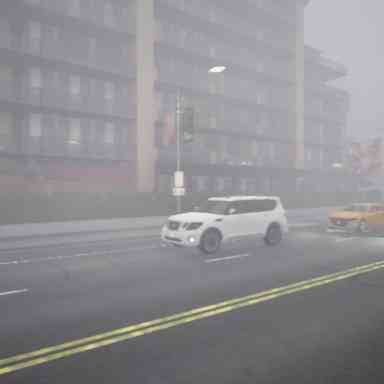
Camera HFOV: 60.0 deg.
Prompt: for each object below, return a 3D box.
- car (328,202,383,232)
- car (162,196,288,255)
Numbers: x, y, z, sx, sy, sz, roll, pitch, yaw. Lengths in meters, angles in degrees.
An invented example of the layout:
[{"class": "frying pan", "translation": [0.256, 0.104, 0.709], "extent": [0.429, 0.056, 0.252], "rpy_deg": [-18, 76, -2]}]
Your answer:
[{"class": "car", "translation": [10.036, 1.395, 19.633], "extent": [5.008, 1.535, 1.882], "rpy_deg": [0, 0, -36]}, {"class": "car", "translation": [1.522, 1.183, 13.571], "extent": [5.566, 2.045, 2.150], "rpy_deg": [0, 0, -35]}]
